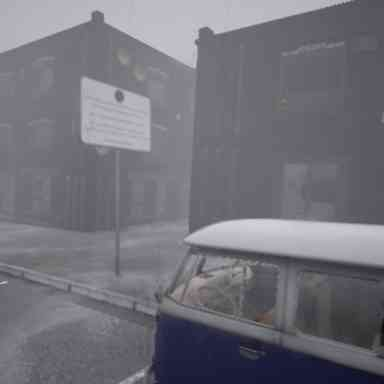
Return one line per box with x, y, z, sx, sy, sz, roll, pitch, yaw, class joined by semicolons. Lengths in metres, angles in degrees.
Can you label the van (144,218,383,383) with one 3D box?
1.595;1.254;2.393;4.442;1.987;1.878;0;0;36;van
